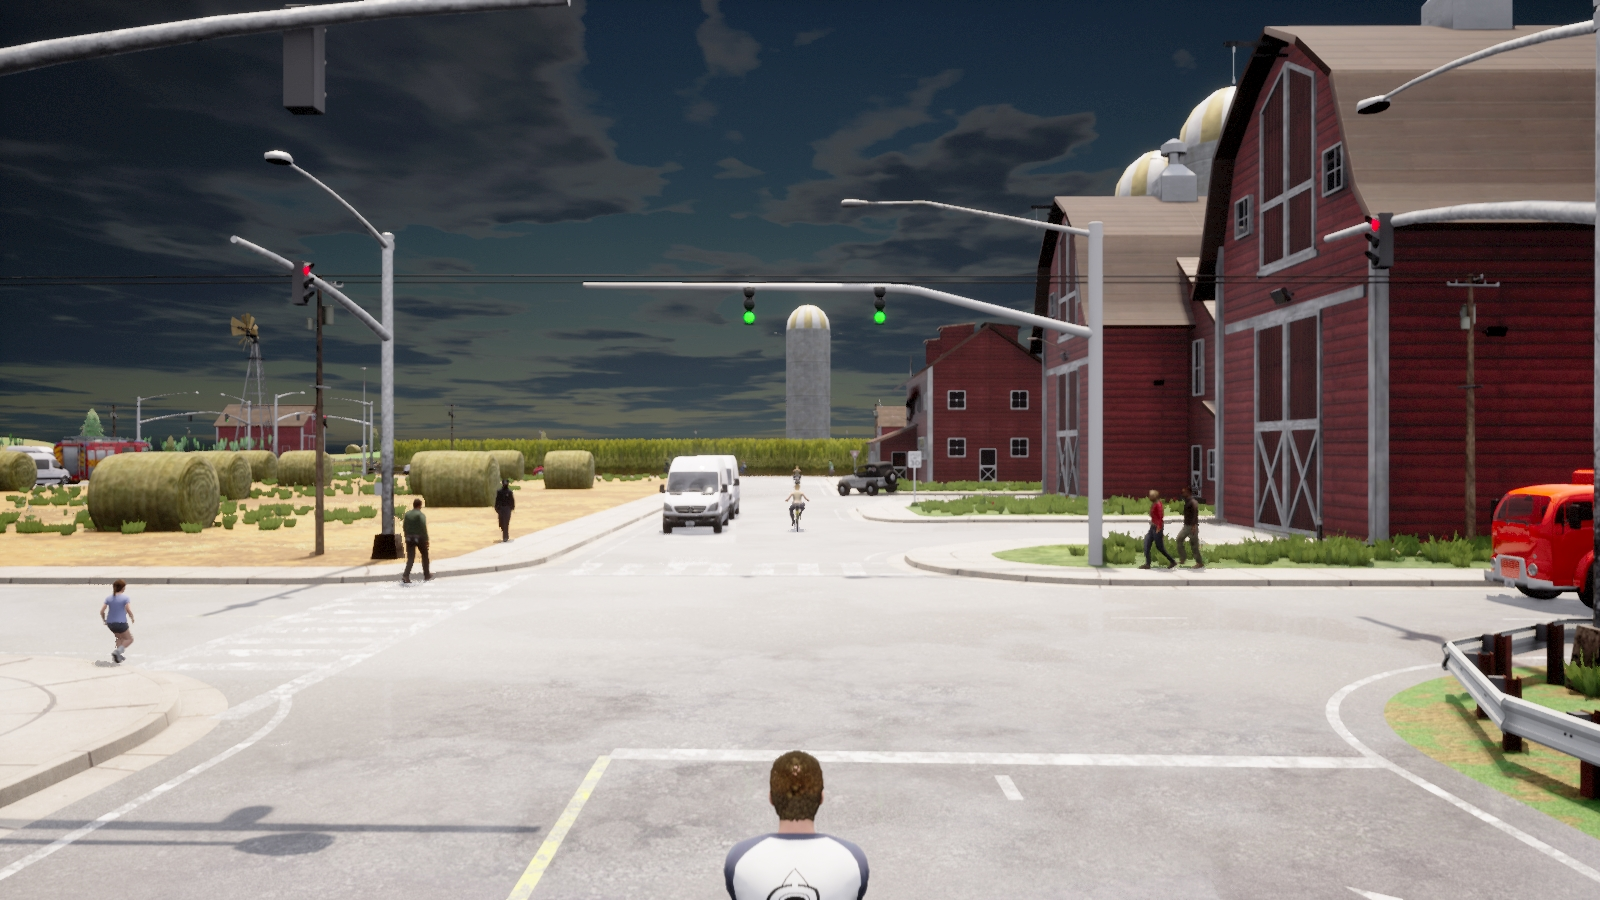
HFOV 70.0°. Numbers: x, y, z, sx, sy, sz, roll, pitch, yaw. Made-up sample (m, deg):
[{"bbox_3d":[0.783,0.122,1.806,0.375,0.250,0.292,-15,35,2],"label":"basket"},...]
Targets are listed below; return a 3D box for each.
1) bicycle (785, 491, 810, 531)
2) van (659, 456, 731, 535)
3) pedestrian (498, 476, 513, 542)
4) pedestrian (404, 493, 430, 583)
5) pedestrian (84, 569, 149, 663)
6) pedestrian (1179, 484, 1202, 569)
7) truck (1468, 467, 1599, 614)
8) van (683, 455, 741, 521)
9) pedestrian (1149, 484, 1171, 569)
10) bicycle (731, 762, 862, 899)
[{"bbox_3d":[-0.093,2.097,39.494,0.859,1.276,1.487,0,0,0],"label":"bicycle"},{"bbox_3d":[-3.603,1.496,40.202,1.988,2.561,5.915,0,0,0],"label":"van"},{"bbox_3d":[-8.380,1.663,32.556,0.375,1.860,0.375,0,0,-8],"label":"pedestrian"},{"bbox_3d":[-8.035,1.834,23.969,0.375,1.860,0.375,0,0,17],"label":"pedestrian"},{"bbox_3d":[-8.552,2.070,14.299,0.500,1.100,0.500,0,0,5],"label":"pedestrian"},{"bbox_3d":[8.673,1.691,25.366,0.375,1.860,0.375,0,0,1],"label":"pedestrian"},{"bbox_3d":[15.494,1.564,20.743,5.204,2.467,2.627,0,0,0],"label":"truck"},{"bbox_3d":[-3.623,1.498,47.926,1.988,2.561,5.915,0,0,0],"label":"van"},{"bbox_3d":[7.984,1.691,25.328,0.375,1.860,0.375,0,0,0],"label":"pedestrian"},{"bbox_3d":[-0.012,2.028,3.879,0.373,1.496,1.643,0,0,0],"label":"bicycle"}]
